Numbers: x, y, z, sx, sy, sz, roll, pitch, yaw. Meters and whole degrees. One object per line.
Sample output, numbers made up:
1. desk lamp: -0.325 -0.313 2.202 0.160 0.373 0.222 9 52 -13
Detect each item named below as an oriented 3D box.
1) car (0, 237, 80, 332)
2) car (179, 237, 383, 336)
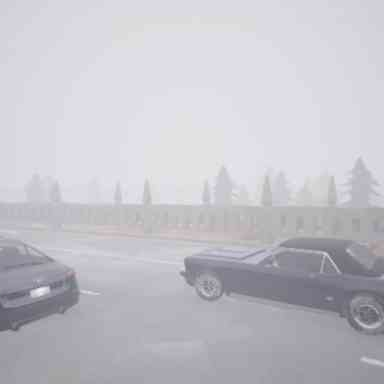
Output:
1. car: -4.147 1.581 6.382 4.181 1.385 1.994 0 0 31
2. car: 2.085 1.578 6.617 4.718 1.301 1.895 0 0 34
